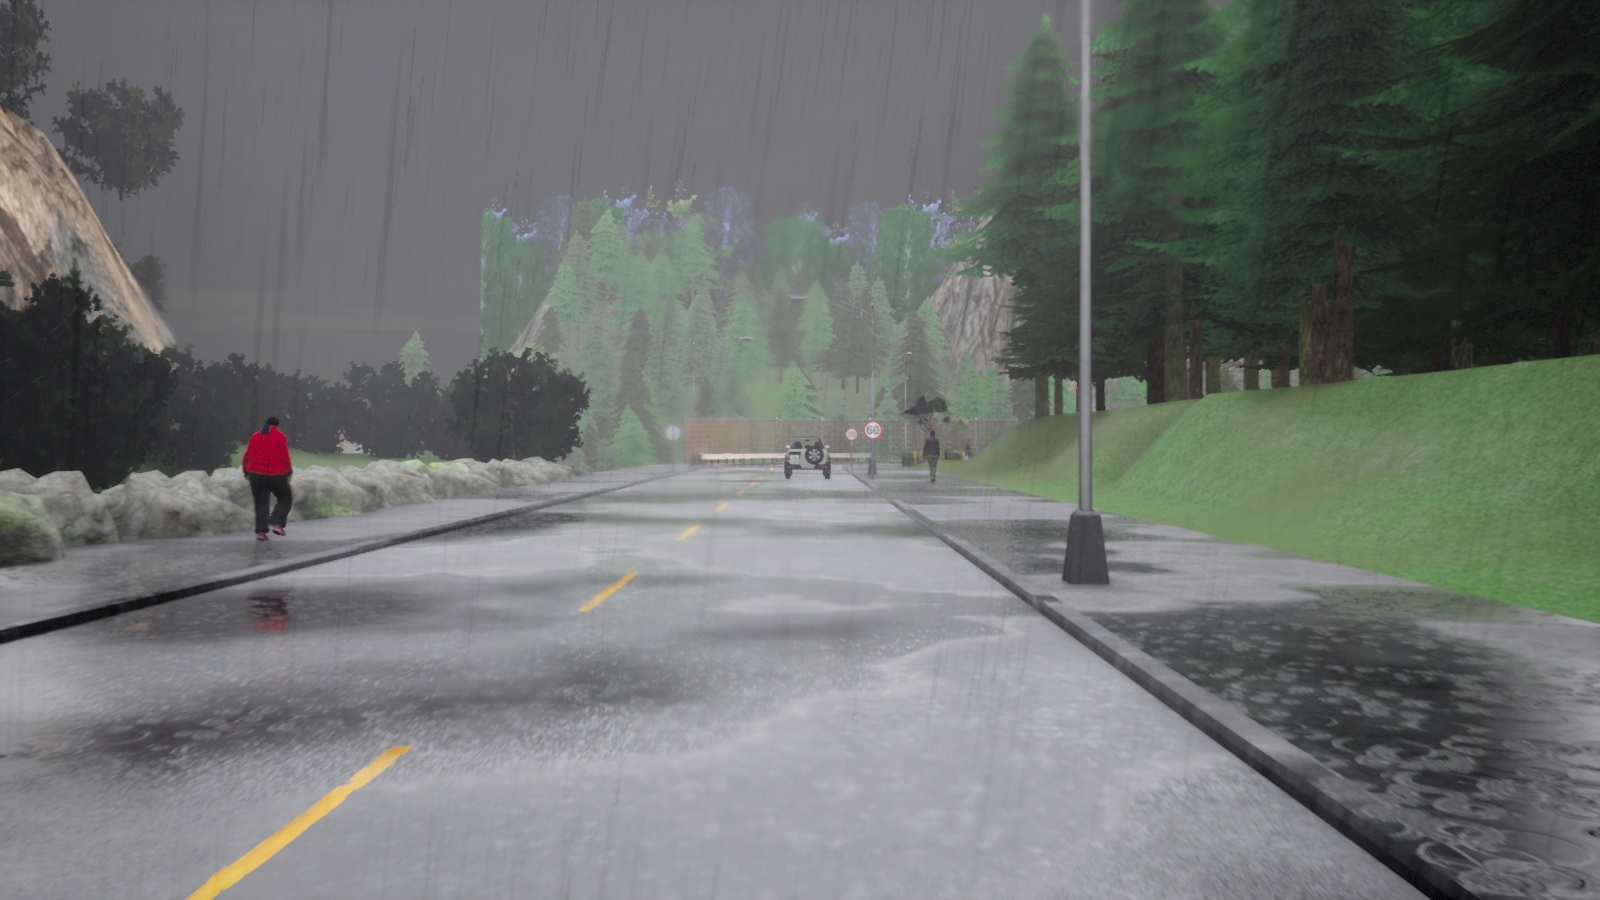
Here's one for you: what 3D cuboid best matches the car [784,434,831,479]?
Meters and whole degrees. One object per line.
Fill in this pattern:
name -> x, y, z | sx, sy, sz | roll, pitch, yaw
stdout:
car -> 0.325, 0.261, 53.540 | 1.932, 1.855, 4.605 | 0, 0, 0

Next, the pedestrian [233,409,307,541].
pedestrian -> -7.603, 0.349, 18.041 | 0.634, 1.844, 0.899 | 0, 0, 3

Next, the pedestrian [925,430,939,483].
pedestrian -> 4.629, 0.213, 43.925 | 0.431, 1.840, 0.703 | 0, 0, 11
